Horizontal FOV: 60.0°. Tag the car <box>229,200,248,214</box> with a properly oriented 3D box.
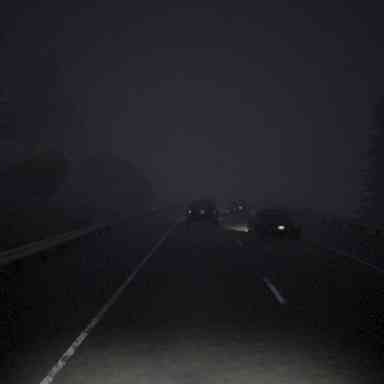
[{"bbox_3d":[4.862,1.517,34.354,1.994,1.385,4.181,0,0,4],"label":"car"}]

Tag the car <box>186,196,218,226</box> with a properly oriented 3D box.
[{"bbox_3d":[0.741,1.314,23.374,2.097,1.767,4.553,0,0,2],"label":"car"}]

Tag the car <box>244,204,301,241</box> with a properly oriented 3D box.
[{"bbox_3d":[4.018,1.544,16.730,1.994,1.385,4.181,0,0,2],"label":"car"}]

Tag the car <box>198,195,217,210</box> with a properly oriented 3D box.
[{"bbox_3d":[1.969,1.287,41.507,2.097,1.767,4.553,0,0,5],"label":"car"}]
